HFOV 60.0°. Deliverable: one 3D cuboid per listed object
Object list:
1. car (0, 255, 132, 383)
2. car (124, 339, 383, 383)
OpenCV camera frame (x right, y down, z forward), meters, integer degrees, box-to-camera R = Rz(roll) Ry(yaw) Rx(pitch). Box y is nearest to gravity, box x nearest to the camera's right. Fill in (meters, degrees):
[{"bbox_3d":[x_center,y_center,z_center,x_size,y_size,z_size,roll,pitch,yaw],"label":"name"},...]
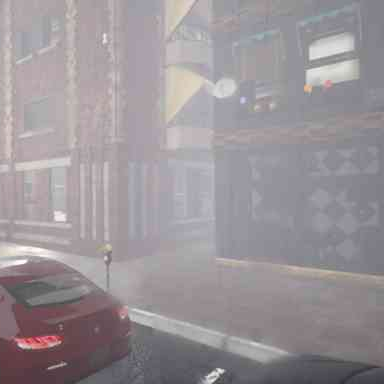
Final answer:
[{"bbox_3d":[-2.670,1.583,4.741,4.206,1.307,1.802,0,-1,35],"label":"car"},{"bbox_3d":[1.941,1.566,1.464,4.313,1.339,1.947,0,-1,35],"label":"car"}]
